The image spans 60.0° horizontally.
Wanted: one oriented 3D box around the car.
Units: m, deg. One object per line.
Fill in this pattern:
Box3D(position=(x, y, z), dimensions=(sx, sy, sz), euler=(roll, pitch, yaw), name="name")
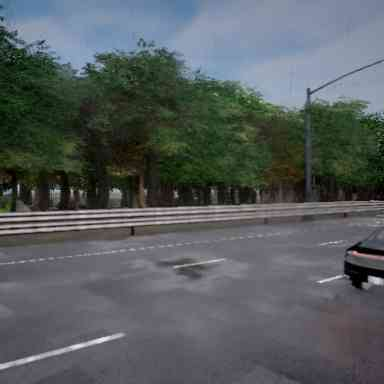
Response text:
Box3D(position=(5.515, 1.491, 7.803), dimensions=(4.902, 1.511, 2.128), euler=(0, 0, -35), name="car")
